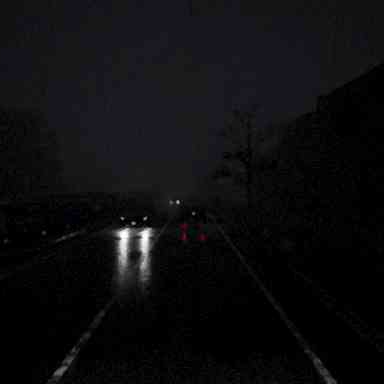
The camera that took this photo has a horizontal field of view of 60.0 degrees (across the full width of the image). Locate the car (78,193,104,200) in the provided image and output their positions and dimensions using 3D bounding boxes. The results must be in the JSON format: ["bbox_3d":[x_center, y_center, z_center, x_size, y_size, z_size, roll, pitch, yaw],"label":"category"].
[{"bbox_3d":[-22.033,0.941,72.639,4.892,1.521,2.231,0,1,0],"label":"car"}]

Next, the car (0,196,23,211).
[{"bbox_3d":[-21.810,1.234,36.548,5.366,1.575,1.946,0,0,0],"label":"car"}]

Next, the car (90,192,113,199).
[{"bbox_3d":[-22.055,0.823,80.964,5.008,1.535,2.097,0,1,0],"label":"car"}]

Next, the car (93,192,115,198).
[{"bbox_3d":[-22.059,0.786,83.740,4.892,1.521,2.231,0,1,0],"label":"car"}]

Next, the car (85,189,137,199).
[{"bbox_3d":[-8.884,0.999,34.158,5.566,2.045,2.435,0,0,0],"label":"car"}]

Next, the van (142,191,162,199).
[{"bbox_3d":[-9.081,0.663,76.213,4.442,1.987,1.878,0,1,0],"label":"van"}]

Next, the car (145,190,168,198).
[{"bbox_3d":[-8.946,0.519,84.622,5.566,2.045,2.435,0,1,0],"label":"car"}]

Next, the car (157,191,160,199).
[{"bbox_3d":[-8.944,1.103,62.195,4.674,1.452,2.002,0,0,0],"label":"car"}]

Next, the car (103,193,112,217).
[{"bbox_3d":[-8.933,1.176,25.749,4.553,1.767,2.185,0,0,0],"label":"car"}]

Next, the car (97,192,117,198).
[{"bbox_3d":[-22.085,0.775,86.515,4.792,1.488,2.163,0,1,0],"label":"car"}]

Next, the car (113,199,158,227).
[{"bbox_3d":[-3.347,1.400,21.698,2.033,1.411,5.357,0,0,0],"label":"car"}]

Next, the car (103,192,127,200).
[{"bbox_3d":[-8.878,1.142,31.355,4.553,1.767,2.185,0,0,0],"label":"car"}]

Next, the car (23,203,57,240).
[{"bbox_3d":[-8.859,1.401,14.537,4.792,1.488,2.163,0,0,0],"label":"car"}]

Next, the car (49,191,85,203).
[{"bbox_3d":[-21.994,0.843,58.753,5.566,2.045,2.435,0,0,0],"label":"car"}]

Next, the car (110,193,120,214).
[{"bbox_3d":[-8.874,1.159,28.552,4.553,1.767,2.185,0,0,0],"label":"car"}]

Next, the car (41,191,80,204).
[{"bbox_3d":[-22.047,0.865,55.976,5.566,2.045,2.435,0,0,0],"label":"car"}]

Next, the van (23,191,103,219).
[{"bbox_3d":[-8.782,1.094,22.945,4.442,1.987,1.878,0,0,0],"label":"van"}]

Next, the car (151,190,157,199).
[{"bbox_3d":[-8.908,0.877,53.781,5.566,2.045,2.435,0,0,0],"label":"car"}]

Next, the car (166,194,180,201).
[{"bbox_3d":[-3.251,1.070,64.379,2.033,1.411,5.357,0,1,0],"label":"car"}]

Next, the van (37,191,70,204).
[{"bbox_3d":[-22.132,0.908,53.200,4.442,1.987,1.878,0,0,0],"label":"van"}]

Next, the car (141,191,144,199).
[{"bbox_3d":[-8.954,1.072,42.568,4.553,1.767,2.185,0,0,0],"label":"car"}]

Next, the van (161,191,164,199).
[{"bbox_3d":[-8.841,0.740,70.603,4.442,1.987,1.878,0,1,0],"label":"van"}]

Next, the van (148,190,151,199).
[{"bbox_3d":[-9.050,0.920,50.977,4.442,1.987,1.878,0,0,0],"label":"van"}]

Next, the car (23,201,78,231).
[{"bbox_3d":[-8.862,1.384,17.340,4.792,1.488,2.163,0,0,0],"label":"car"}]

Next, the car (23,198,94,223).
[{"bbox_3d":[-8.890,1.337,20.143,5.008,1.535,2.097,0,0,0],"label":"car"}]

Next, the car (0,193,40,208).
[{"bbox_3d":[-22.033,1.077,42.098,4.553,1.767,2.185,0,0,0],"label":"car"}]

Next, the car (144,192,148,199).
[{"bbox_3d":[-8.920,1.181,45.372,4.892,1.521,2.231,0,0,0],"label":"car"}]

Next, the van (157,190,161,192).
[{"bbox_3d":[-9.070,0.775,67.802,4.442,1.987,1.878,0,1,0],"label":"van"}]

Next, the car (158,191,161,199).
[{"bbox_3d":[-8.980,1.064,65.002,4.792,1.488,2.163,0,1,0],"label":"car"}]

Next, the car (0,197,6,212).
[{"bbox_3d":[-21.997,1.255,33.772,4.892,1.521,2.231,0,0,0],"label":"car"}]

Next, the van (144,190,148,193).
[{"bbox_3d":[-9.046,0.937,48.174,4.442,1.987,1.878,0,0,0],"label":"van"}]

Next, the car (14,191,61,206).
[{"bbox_3d":[-22.037,0.917,47.649,5.566,2.045,2.435,0,0,0],"label":"car"}]

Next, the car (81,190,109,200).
[{"bbox_3d":[-22.014,0.650,75.410,5.566,2.045,2.435,0,1,0],"label":"car"}]

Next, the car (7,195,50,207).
[{"bbox_3d":[-21.977,1.215,44.876,4.792,1.488,2.163,0,0,0],"label":"car"}]

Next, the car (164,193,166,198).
[{"bbox_3d":[-8.955,0.928,73.413,5.008,1.535,2.097,0,1,0],"label":"car"}]

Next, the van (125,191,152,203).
[{"bbox_3d":[-9.057,0.885,56.582,4.442,1.987,1.878,0,0,0],"label":"van"}]

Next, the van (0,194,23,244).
[{"bbox_3d":[-8.768,1.163,11.732,4.442,1.987,1.878,0,0,0],"label":"van"}]

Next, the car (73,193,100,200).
[{"bbox_3d":[-22.031,0.977,69.861,5.008,1.535,2.097,0,1,0],"label":"car"}]

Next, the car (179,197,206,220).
[{"bbox_3d":[0.102,1.348,26.320,1.812,1.442,4.674,0,1,0],"label":"car"}]

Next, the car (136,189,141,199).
[{"bbox_3d":[-8.887,0.981,36.961,5.566,2.045,2.435,0,0,0],"label":"car"}]
